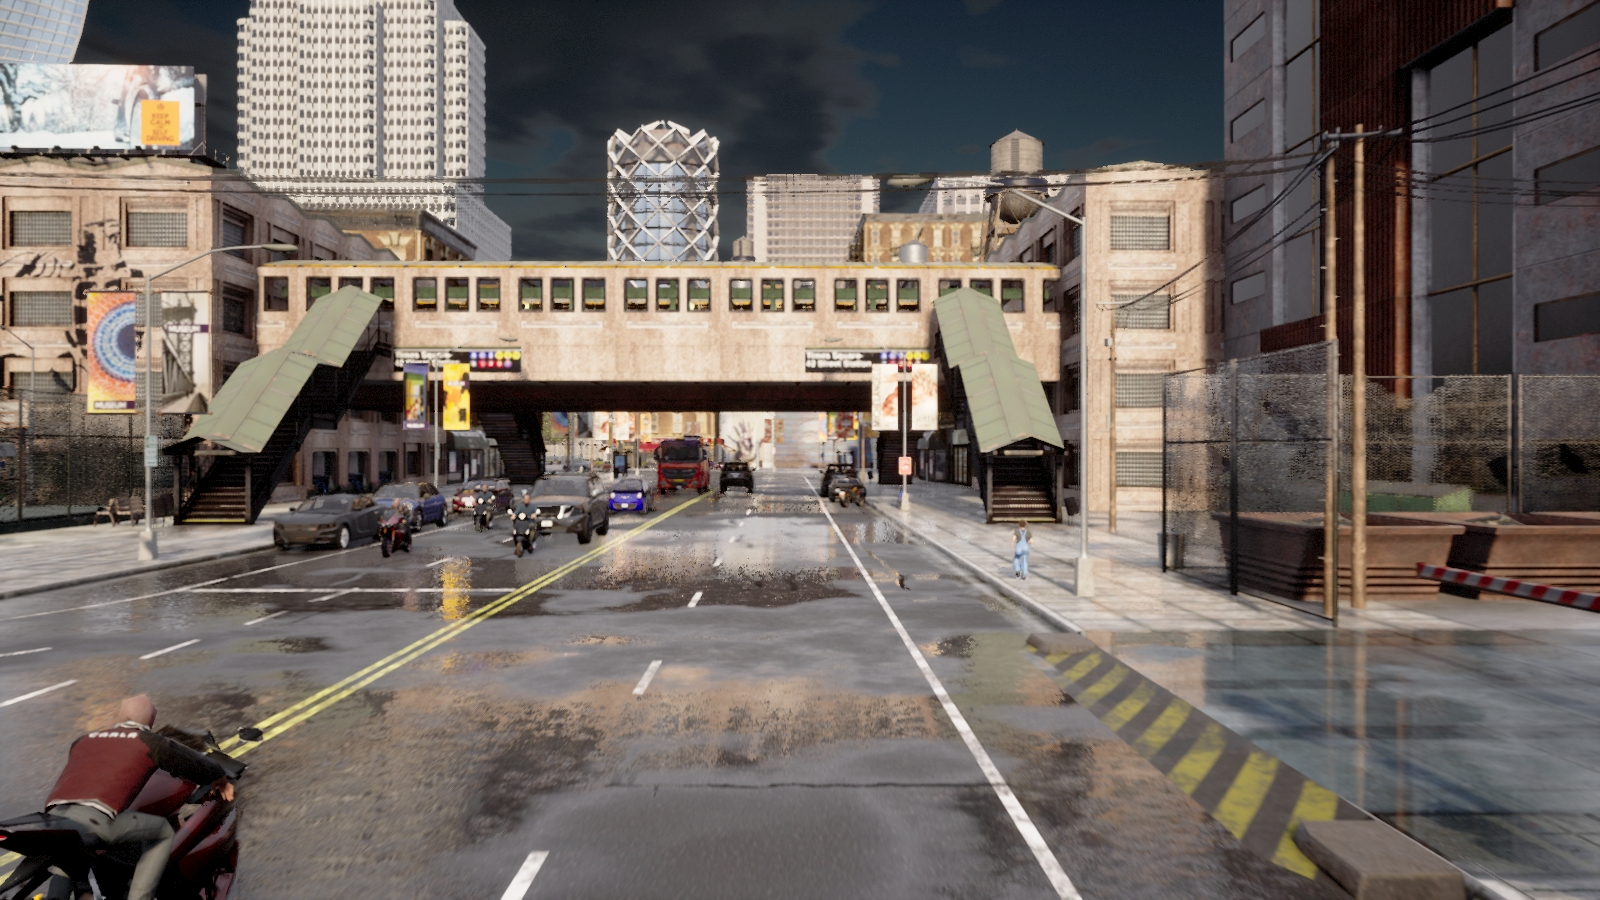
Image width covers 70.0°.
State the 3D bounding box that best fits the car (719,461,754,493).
[{"bbox_3d":[-4.238,1.803,77.393,2.150,2.045,5.566,0,0,-1],"label":"car"}]

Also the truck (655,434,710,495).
[{"bbox_3d":[-7.713,0.914,76.302,2.891,3.827,8.468,0,0,-1],"label":"truck"}]

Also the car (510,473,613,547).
[{"bbox_3d":[-7.388,1.791,36.020,2.150,2.045,5.566,0,0,-1],"label":"car"}]

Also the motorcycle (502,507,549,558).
[{"bbox_3d":[-7.322,2.192,30.559,0.856,1.236,1.805,0,0,-1],"label":"motorcycle"}]

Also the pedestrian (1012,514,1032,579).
[{"bbox_3d":[4.555,1.984,23.444,0.375,1.300,0.375,0,0,4],"label":"pedestrian"}]

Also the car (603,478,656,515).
[{"bbox_3d":[-7.544,2.053,50.883,1.845,1.501,3.633,0,0,-1],"label":"car"}]

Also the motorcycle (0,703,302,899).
[{"bbox_3d":[-3.546,2.207,6.053,0.867,1.251,2.209,0,0,-1],"label":"motorcycle"}]

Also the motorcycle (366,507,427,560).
[{"bbox_3d":[-10.825,2.215,30.721,0.867,1.251,2.209,0,0,-1],"label":"motorcycle"}]
